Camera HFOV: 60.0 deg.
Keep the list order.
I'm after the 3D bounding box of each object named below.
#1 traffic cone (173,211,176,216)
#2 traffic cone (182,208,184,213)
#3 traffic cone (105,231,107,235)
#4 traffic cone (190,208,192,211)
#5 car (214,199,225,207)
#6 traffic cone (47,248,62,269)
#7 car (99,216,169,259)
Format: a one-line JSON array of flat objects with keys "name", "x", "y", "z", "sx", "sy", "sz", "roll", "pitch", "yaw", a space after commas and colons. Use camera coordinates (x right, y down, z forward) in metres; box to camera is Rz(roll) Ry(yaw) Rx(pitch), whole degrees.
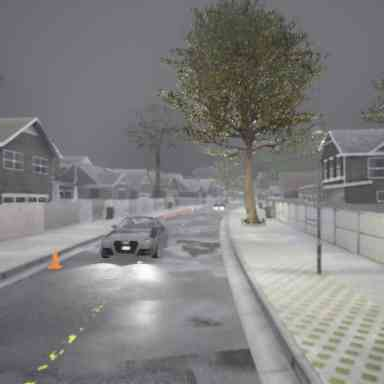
[{"name": "traffic cone", "x": -1.834, "y": 2.240, "z": 35.363, "sx": 0.340, "sy": 0.580, "sz": 0.340, "roll": 0, "pitch": -1, "yaw": 8}, {"name": "traffic cone", "x": -1.049, "y": 2.289, "z": 40.353, "sx": 0.340, "sy": 0.580, "sz": 0.340, "roll": 0, "pitch": -1, "yaw": 10}, {"name": "traffic cone", "x": -3.941, "y": 2.066, "z": 15.272, "sx": 0.340, "sy": 0.580, "sz": 0.340, "roll": 0, "pitch": 0, "yaw": 4}, {"name": "traffic cone", "x": -0.162, "y": 2.339, "z": 45.325, "sx": 0.340, "sy": 0.580, "sz": 0.340, "roll": 0, "pitch": -1, "yaw": 11}, {"name": "car", "x": 5.329, "y": 2.062, "z": 63.213, "sx": 2.128, "sy": 1.511, "sz": 4.902, "roll": 0, "pitch": -1, "yaw": 9}, {"name": "traffic cone", "x": -4.209, "y": 2.028, "z": 10.228, "sx": 0.340, "sy": 0.580, "sz": 0.340, "roll": 0, "pitch": 0, "yaw": 2}, {"name": "car", "x": -2.057, "y": 1.655, "z": 12.854, "sx": 1.994, "sy": 1.385, "sz": 4.181, "roll": 0, "pitch": 0, "yaw": 3}]
